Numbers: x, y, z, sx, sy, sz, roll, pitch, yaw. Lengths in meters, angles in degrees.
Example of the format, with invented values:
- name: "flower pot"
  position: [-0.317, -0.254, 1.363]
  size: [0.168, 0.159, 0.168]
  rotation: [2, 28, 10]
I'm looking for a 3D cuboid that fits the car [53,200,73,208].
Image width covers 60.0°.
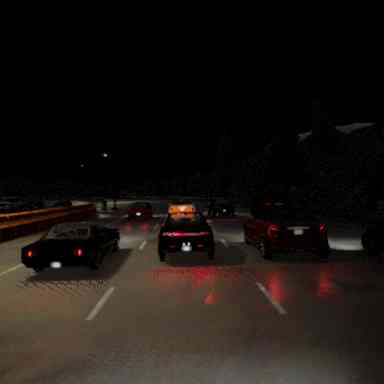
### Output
- name: "car"
  position: [-17.008, 1.783, 44.056]
  size: [2.128, 1.511, 4.902]
  rotation: [-1, 0, -10]

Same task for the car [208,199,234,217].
- name: "car"
  position: [2.506, 1.389, 29.804]
  size: [1.882, 1.535, 5.008]
  rotation: [-1, 0, -4]

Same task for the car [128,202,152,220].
- name: "car"
  position: [-4.437, 1.580, 28.806]
  size: [1.812, 1.442, 4.674]
  rotation: [-1, 0, -4]

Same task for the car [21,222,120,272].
- name: "car"
  position: [-3.694, 1.662, 11.127]
  size: [1.895, 1.301, 4.718]
  rotation: [-1, 0, -1]

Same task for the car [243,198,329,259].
- name: "car"
  position: [3.268, 1.268, 12.475]
  size: [2.097, 1.767, 4.553]
  rotation: [-1, 0, -1]

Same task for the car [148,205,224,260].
- name: "car"
  position: [-0.227, 1.480, 12.398]
  size: [2.128, 1.511, 4.902]
  rotation: [-1, 0, -1]

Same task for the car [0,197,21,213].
- name: "car"
  position: [-24.030, 1.659, 43.679]
  size: [2.150, 2.045, 5.566]
  rotation: [-1, 0, -10]

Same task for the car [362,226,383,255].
- name: "car"
  position: [6.841, 1.374, 9.627]
  size: [1.812, 1.442, 4.674]
  rotation: [-1, 0, -1]

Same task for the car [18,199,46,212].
- name: "car"
  position: [-20.389, 1.867, 43.091]
  size: [1.837, 1.490, 4.892]
  rotation: [-1, 0, -10]

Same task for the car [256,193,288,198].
- name: "car"
  position: [6.193, 1.064, 26.861]
  size: [2.150, 2.045, 5.566]
  rotation: [-1, 0, -3]

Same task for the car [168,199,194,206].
- name: "car"
  position: [-0.850, 1.334, 27.355]
  size: [2.097, 1.767, 4.553]
  rotation: [-1, 0, -3]
